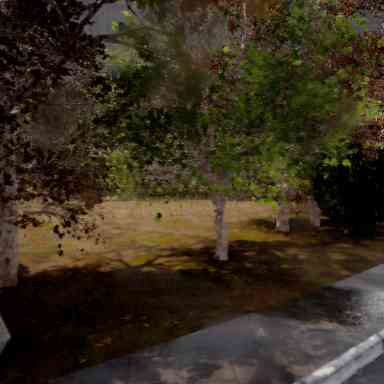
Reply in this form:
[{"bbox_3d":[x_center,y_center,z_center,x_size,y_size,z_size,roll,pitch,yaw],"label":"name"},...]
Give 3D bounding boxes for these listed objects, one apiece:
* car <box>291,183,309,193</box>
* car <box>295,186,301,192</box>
[{"bbox_3d":[25.337,-0.869,77.989,2.435,2.045,5.566,5,3,36],"label":"car"},{"bbox_3d":[22.241,-0.301,64.291,1.946,1.575,5.366,5,3,36],"label":"car"}]
